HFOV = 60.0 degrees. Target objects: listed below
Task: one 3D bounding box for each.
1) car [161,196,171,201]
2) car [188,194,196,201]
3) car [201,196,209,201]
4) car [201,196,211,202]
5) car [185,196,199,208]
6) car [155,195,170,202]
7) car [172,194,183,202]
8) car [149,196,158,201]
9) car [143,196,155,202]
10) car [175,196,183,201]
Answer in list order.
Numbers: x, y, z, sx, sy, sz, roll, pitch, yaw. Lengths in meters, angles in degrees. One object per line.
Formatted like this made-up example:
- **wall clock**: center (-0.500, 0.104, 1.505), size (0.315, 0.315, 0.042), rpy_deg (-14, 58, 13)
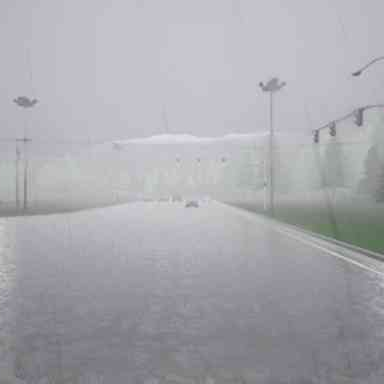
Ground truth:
- **car**: center (-6.996, 1.724, 90.034), size (2.033, 1.411, 5.357), rpy_deg (0, 0, 0)
- **car**: center (0.004, 1.533, 90.003), size (2.097, 1.767, 4.553), rpy_deg (0, 0, 0)
- **car**: center (3.504, 1.731, 90.032), size (1.994, 1.385, 4.181), rpy_deg (0, 0, 0)
- **car**: center (3.503, 1.732, 79.770), size (1.812, 1.442, 4.674), rpy_deg (0, 0, 0)
- **car**: center (0.003, 1.656, 49.801), size (1.812, 1.442, 4.674), rpy_deg (0, 0, 0)
- **car**: center (-6.996, 1.564, 79.978), size (2.097, 1.767, 4.553), rpy_deg (0, 0, 0)
- **car**: center (-3.496, 1.433, 79.568), size (2.150, 2.045, 5.566), rpy_deg (0, 0, 0)
- **car**: center (-10.496, 1.736, 90.034), size (1.994, 1.385, 4.181), rpy_deg (0, 0, 0)
- **car**: center (-10.496, 1.804, 79.861), size (1.895, 1.301, 4.718), rpy_deg (0, 0, 0)
- **car**: center (-3.496, 1.734, 90.033), size (1.994, 1.385, 4.181), rpy_deg (0, 0, 0)
